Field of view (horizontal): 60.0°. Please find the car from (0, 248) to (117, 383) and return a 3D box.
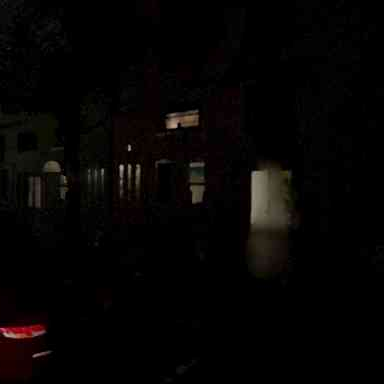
[{"bbox_3d":[-2.901,1.513,4.910,4.206,1.307,1.802,1,1,35],"label":"car"}]
